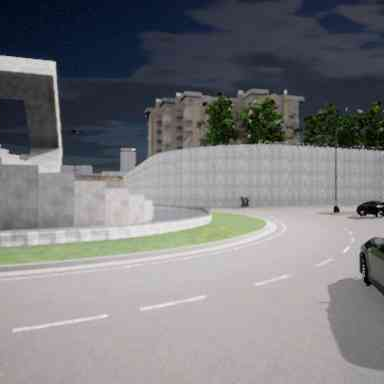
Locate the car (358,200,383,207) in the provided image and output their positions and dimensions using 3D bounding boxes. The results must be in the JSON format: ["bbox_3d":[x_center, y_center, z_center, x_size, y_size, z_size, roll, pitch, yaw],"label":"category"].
[{"bbox_3d":[17.147,1.531,30.000,4.892,1.490,1.837,0,-1,-22],"label":"car"}]

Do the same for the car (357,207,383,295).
[{"bbox_3d":[4.811,1.364,6.476,2.097,1.767,4.553,1,0,15],"label":"car"}]

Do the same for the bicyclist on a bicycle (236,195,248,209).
[{"bbox_3d":[6.708,1.324,44.407,0.582,1.620,1.656,0,9,43],"label":"bicyclist on a bicycle"}]

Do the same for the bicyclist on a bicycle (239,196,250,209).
[{"bbox_3d":[7.180,1.365,44.000,1.656,1.620,0.582,-7,14,-44],"label":"bicyclist on a bicycle"}]
